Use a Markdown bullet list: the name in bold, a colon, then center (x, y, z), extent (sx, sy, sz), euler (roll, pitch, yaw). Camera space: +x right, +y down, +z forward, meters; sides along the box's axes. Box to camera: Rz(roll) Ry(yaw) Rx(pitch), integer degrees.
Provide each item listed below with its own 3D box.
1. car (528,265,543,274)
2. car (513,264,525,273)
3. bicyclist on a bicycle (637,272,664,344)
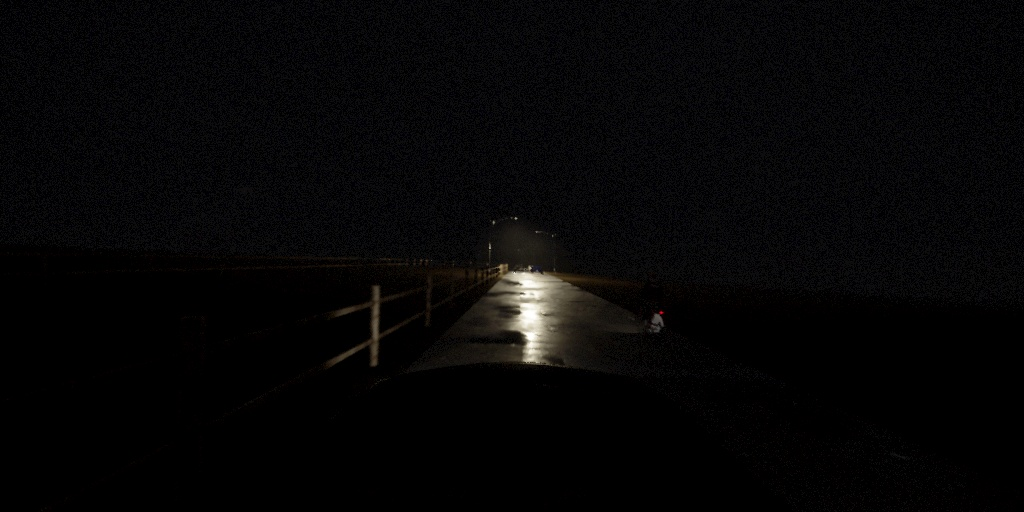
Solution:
- **car**: center (4.011, 2.174, 58.782), extent (1.812, 1.442, 4.674), euler (1, -1, 1)
- **car**: center (1.286, 2.212, 65.060), extent (1.837, 1.490, 4.892), euler (1, -1, 2)
- **bicyclist on a bicycle**: center (3.586, 1.291, 9.386), extent (0.659, 1.776, 1.843), euler (1, 0, 1)
